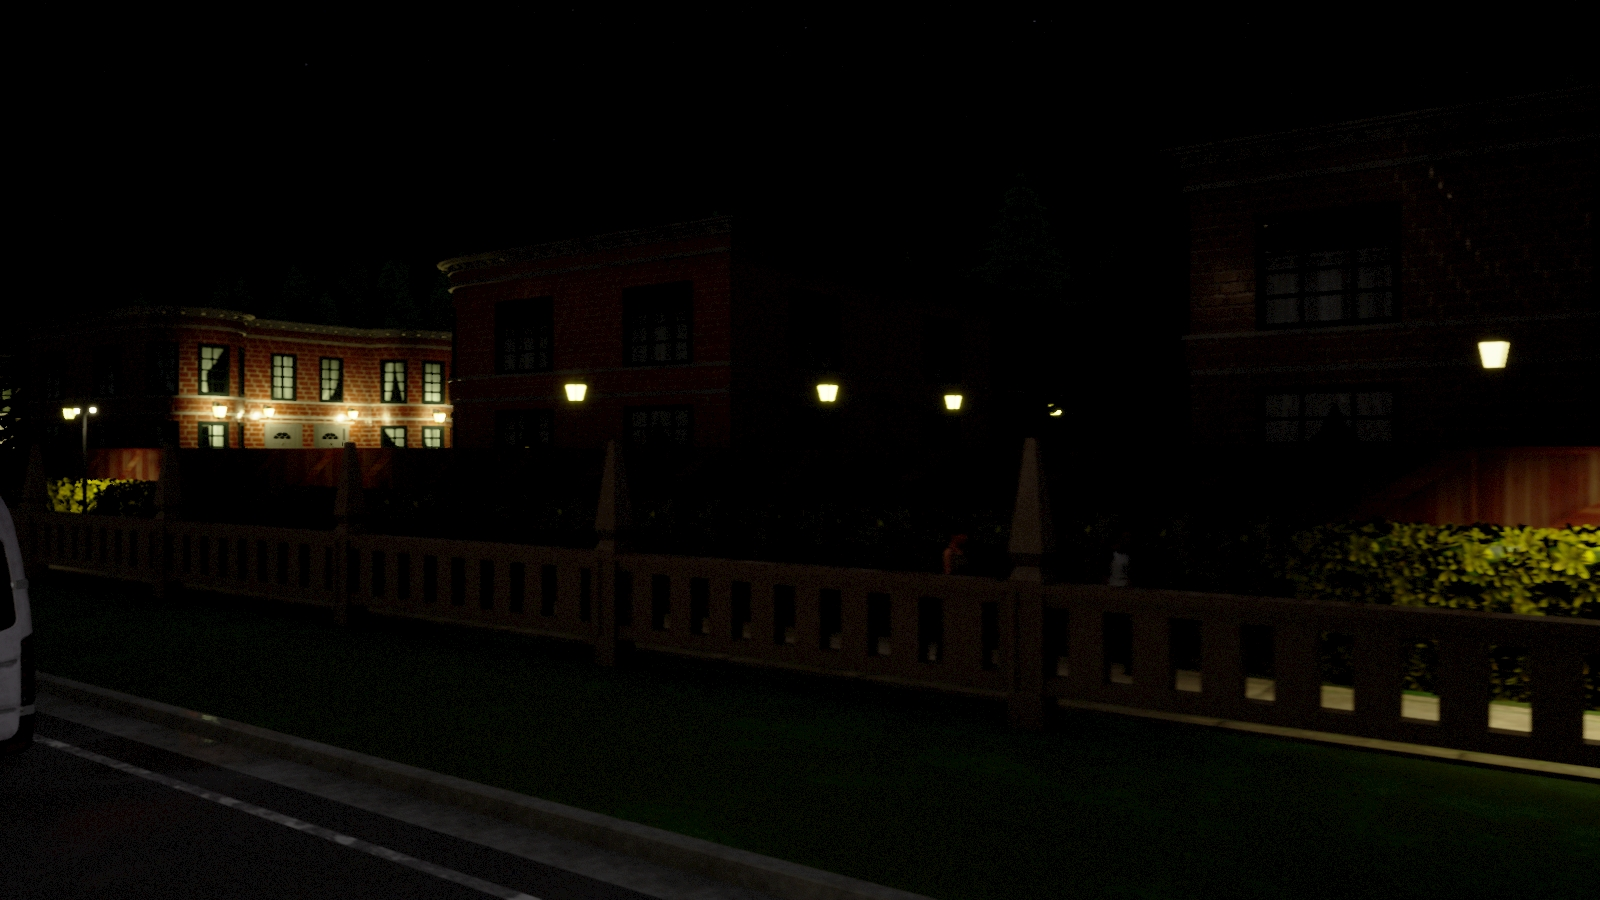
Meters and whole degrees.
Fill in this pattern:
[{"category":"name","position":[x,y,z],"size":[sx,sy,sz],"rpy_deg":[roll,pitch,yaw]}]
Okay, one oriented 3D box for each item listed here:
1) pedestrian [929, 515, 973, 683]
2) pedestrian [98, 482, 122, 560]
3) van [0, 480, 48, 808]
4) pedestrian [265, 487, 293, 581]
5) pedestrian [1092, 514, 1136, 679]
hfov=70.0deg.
[{"category":"pedestrian","position":[1.737,1.697,13.128],"size":[0.375,1.860,0.375],"rpy_deg":[0,0,36]},{"category":"pedestrian","position":[-16.658,1.699,27.589],"size":[0.375,1.860,0.375],"rpy_deg":[0,0,36]},{"category":"van","position":[-9.093,1.536,10.149],"size":[5.915,2.561,1.988],"rpy_deg":[0,0,35]},{"category":"pedestrian","position":[-10.613,1.698,23.265],"size":[0.375,1.860,0.375],"rpy_deg":[0,0,36]},{"category":"pedestrian","position":[3.673,1.697,13.366],"size":[0.375,1.860,0.375],"rpy_deg":[0,0,38]}]
